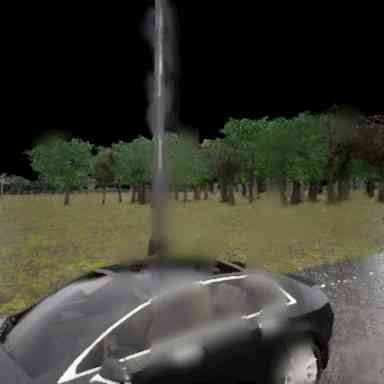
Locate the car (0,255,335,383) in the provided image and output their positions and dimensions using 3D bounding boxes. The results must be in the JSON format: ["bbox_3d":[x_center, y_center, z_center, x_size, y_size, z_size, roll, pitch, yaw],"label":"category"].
[{"bbox_3d":[-0.492,1.529,3.468,4.892,1.490,1.837,0,0,-35],"label":"car"}]
